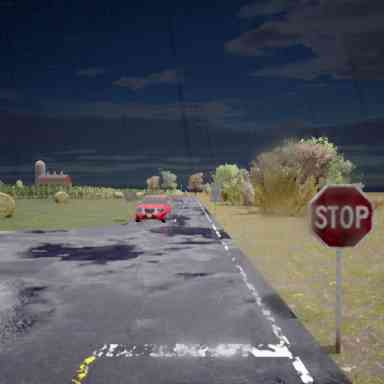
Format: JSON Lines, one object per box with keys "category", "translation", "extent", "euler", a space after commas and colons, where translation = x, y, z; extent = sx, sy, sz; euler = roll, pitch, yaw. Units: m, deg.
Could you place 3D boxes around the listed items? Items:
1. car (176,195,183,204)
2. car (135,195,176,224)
{"category": "car", "translation": [-2.631, 1.398, 63.356], "extent": [1.837, 1.490, 4.892], "euler": [0, 0, 0]}
{"category": "car", "translation": [-2.770, 1.246, 25.278], "extent": [2.150, 2.045, 5.566], "euler": [0, 0, 2]}
